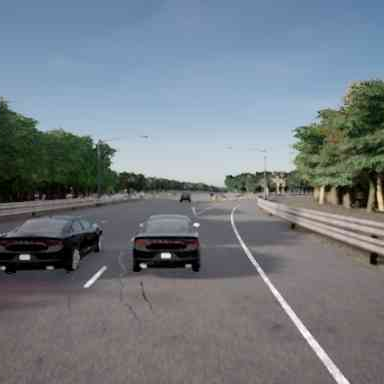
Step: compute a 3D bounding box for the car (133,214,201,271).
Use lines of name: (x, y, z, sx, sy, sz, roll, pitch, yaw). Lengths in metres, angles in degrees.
car: (-0.757, 1.473, 10.984, 1.882, 1.535, 5.008, 0, 0, -2)

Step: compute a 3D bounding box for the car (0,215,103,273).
car: (-4.251, 1.469, 10.746, 1.882, 1.535, 5.008, 0, 0, -2)

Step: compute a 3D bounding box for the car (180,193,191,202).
car: (-1.339, 1.148, 72.223, 2.150, 2.045, 5.566, 0, 0, 1)
